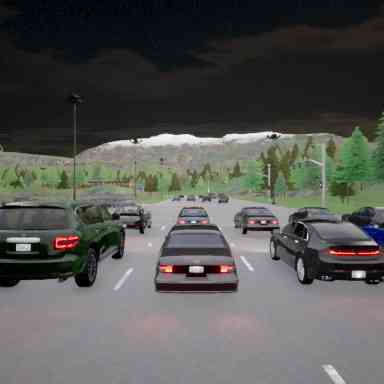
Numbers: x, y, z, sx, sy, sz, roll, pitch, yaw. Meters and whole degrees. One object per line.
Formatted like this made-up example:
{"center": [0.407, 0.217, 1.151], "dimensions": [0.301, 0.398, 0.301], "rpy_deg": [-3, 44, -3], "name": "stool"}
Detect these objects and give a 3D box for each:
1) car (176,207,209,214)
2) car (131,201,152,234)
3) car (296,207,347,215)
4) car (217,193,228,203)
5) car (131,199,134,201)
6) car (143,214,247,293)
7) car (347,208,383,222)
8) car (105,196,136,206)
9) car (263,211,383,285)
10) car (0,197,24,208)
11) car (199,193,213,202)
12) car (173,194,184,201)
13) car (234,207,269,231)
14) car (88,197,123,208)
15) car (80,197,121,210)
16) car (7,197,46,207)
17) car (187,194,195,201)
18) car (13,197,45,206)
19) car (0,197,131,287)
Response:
{"center": [0.059, 1.547, 19.028], "dimensions": [2.033, 1.411, 5.357], "rpy_deg": [0, 0, 0], "name": "car"}
{"center": [-3.446, 1.492, 19.199], "dimensions": [2.128, 1.511, 4.902], "rpy_deg": [0, 0, 0], "name": "car"}
{"center": [7.053, 1.564, 19.424], "dimensions": [1.994, 1.385, 4.181], "rpy_deg": [0, 0, 0], "name": "car"}
{"center": [6.401, 1.491, 67.876], "dimensions": [2.128, 1.511, 4.902], "rpy_deg": [0, 0, 5], "name": "car"}
{"center": [-10.733, 1.601, 51.052], "dimensions": [4.718, 1.301, 1.895], "rpy_deg": [0, 0, -14], "name": "car"}
{"center": [0.080, 1.547, 8.962], "dimensions": [2.033, 1.411, 5.357], "rpy_deg": [0, 0, 0], "name": "car"}
{"center": [7.077, 1.478, 10.440], "dimensions": [1.882, 1.535, 5.008], "rpy_deg": [0, 0, 0], "name": "car"}
{"center": [-11.776, 1.492, 54.452], "dimensions": [4.902, 1.511, 2.128], "rpy_deg": [0, 0, -14], "name": "car"}
{"center": [3.562, 1.505, 9.513], "dimensions": [1.837, 1.490, 4.892], "rpy_deg": [0, 0, 0], "name": "car"}
{"center": [-26.420, 1.491, 46.455], "dimensions": [4.902, 1.511, 2.128], "rpy_deg": [0, 0, -1], "name": "car"}
{"center": [3.300, 1.500, 76.635], "dimensions": [1.837, 1.490, 4.892], "rpy_deg": [0, 0, 0], "name": "car"}
{"center": [-3.702, 1.540, 82.573], "dimensions": [2.033, 1.411, 5.357], "rpy_deg": [0, 0, 0], "name": "car"}
{"center": [3.553, 1.547, 19.009], "dimensions": [2.033, 1.411, 5.357], "rpy_deg": [0, 0, 0], "name": "car"}
{"center": [-12.199, 1.525, 47.143], "dimensions": [4.674, 1.442, 1.812], "rpy_deg": [0, 0, -8], "name": "car"}
{"center": [-11.870, 1.492, 43.589], "dimensions": [4.902, 1.511, 2.128], "rpy_deg": [0, 0, -7], "name": "car"}
{"center": [-24.844, 1.504, 49.971], "dimensions": [4.892, 1.490, 1.837], "rpy_deg": [0, 0, 0], "name": "car"}
{"center": [-0.210, 1.553, 85.383], "dimensions": [1.994, 1.385, 4.181], "rpy_deg": [0, 0, 0], "name": "car"}
{"center": [-26.117, 1.563, 53.460], "dimensions": [4.181, 1.385, 1.994], "rpy_deg": [0, 0, -1], "name": "car"}
{"center": [-3.424, 1.221, 9.452], "dimensions": [2.150, 2.045, 5.566], "rpy_deg": [0, 0, 0], "name": "car"}
